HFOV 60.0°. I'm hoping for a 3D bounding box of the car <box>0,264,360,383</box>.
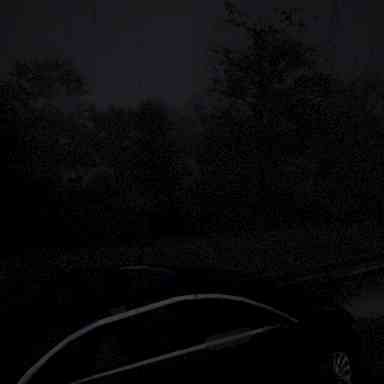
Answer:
[{"bbox_3d":[-0.273,1.505,3.243,4.902,1.511,2.128,1,0,-35],"label":"car"}]
